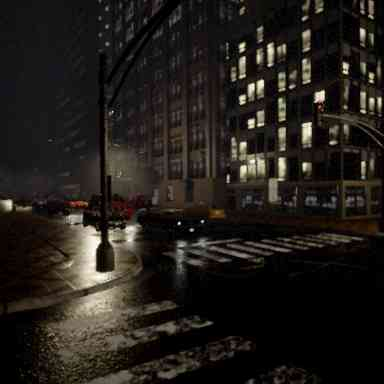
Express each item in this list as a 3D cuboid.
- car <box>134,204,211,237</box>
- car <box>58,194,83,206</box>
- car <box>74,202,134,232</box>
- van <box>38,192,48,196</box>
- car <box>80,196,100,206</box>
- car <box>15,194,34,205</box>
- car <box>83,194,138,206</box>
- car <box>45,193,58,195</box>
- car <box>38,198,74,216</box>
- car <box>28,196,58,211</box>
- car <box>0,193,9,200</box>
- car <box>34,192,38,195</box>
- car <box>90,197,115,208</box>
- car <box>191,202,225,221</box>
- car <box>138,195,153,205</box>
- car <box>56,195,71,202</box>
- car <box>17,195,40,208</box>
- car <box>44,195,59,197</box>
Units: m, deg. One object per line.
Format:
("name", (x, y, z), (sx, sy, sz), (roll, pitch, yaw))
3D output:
("car", (-1.254, 1.630, 18.816), (1.895, 1.301, 4.718), (-1, 1, -35))
("car", (-12.238, 1.272, 35.128), (2.097, 1.767, 4.553), (-1, 1, -34))
("car", (-5.450, 1.580, 20.450), (2.008, 1.369, 4.403), (0, 0, -34))
("van", (-34.367, 0.931, 78.393), (1.690, 1.788, 3.998), (0, 0, -34))
("car", (-15.474, 1.373, 50.310), (1.802, 1.307, 4.206), (0, 0, -34))
("car", (-25.555, 1.369, 50.283), (1.887, 1.381, 4.507), (0, 0, -34))
("car", (-6.737, 1.197, 26.938), (2.150, 2.045, 5.566), (-1, 1, -34))
("car", (-23.824, 1.310, 58.062), (1.994, 1.385, 4.181), (-1, 1, -34))
("car", (-12.955, 1.521, 31.556), (1.947, 1.339, 4.313), (0, 0, -34))
("car", (-16.106, 1.474, 36.237), (2.008, 1.369, 4.403), (0, 0, -34))
("car", (-44.454, 1.062, 78.373), (1.967, 1.590, 4.097), (0, 0, -34))
("car", (-37.518, 1.107, 83.074), (2.008, 1.369, 4.403), (0, 0, -34))
("car", (-12.324, 1.369, 45.630), (1.887, 1.381, 4.507), (0, 0, -34))
("car", (0.612, 1.480, 26.334), (1.752, 1.417, 4.829), (0, 0, -34))
("car", (-6.026, 1.203, 36.268), (2.192, 1.841, 5.009), (0, 0, -34))
("car", (-24.921, 1.236, 64.352), (1.887, 1.381, 4.507), (0, 0, -34))
("car", (-22.405, 1.440, 45.601), (1.802, 1.307, 4.206), (0, 0, -34))
("car", (-17.881, 1.462, 43.587), (1.895, 1.301, 4.718), (-1, 1, -33))
